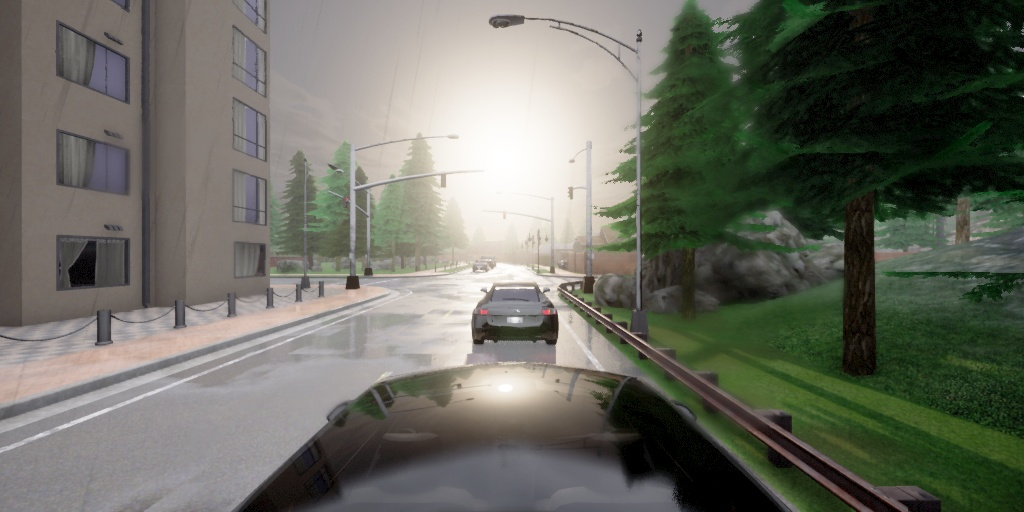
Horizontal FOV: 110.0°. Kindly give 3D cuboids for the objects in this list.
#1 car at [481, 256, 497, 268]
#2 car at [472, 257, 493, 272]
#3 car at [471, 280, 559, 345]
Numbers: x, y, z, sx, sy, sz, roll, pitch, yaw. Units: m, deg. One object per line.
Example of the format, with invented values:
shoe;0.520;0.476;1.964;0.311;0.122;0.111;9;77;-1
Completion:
car;-3.977;0.942;56.232;2.150;2.045;5.566;0;0;0
car;-3.934;1.212;45.624;2.128;1.511;4.902;0;0;0
car;0.083;1.314;9.536;1.994;1.385;4.181;0;0;1
